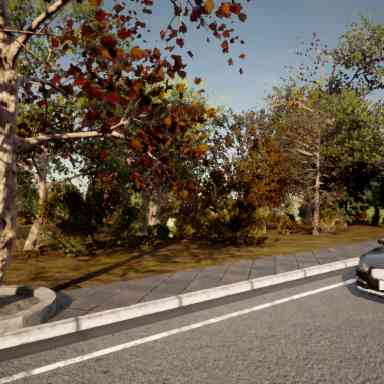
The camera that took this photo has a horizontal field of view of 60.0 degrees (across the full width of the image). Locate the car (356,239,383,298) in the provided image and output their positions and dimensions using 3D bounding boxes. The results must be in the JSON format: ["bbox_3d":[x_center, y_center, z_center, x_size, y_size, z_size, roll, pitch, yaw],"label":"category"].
[{"bbox_3d":[5.669,1.511,7.601,4.902,1.511,2.128,0,0,-35],"label":"car"}]
